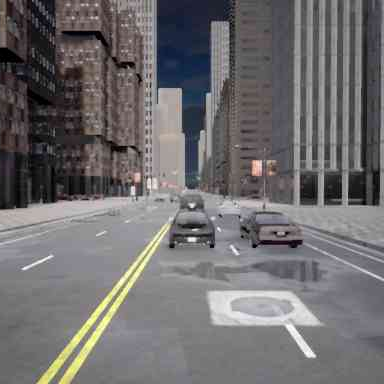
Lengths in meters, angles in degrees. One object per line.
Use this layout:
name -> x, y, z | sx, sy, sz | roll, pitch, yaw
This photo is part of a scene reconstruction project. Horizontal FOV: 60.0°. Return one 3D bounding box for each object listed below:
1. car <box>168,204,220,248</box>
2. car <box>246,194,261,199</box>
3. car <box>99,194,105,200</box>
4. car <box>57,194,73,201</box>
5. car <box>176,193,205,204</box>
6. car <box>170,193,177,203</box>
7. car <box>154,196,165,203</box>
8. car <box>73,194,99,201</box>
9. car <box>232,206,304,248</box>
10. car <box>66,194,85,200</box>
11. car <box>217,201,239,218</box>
car -> 0.001, 1.504, 14.652 | 1.837, 1.490, 4.892 | 0, 0, 0
car -> 16.680, 1.164, 89.179 | 4.097, 1.590, 1.967 | 0, 1, 0
car -> -24.732, 1.278, 86.050 | 4.097, 1.590, 1.967 | 0, 1, 0
car -> -30.156, 1.317, 77.520 | 5.009, 1.841, 2.192 | 0, 1, 0
car -> 0.001, 1.225, 29.682 | 2.150, 2.045, 5.566 | 0, 0, 0
car -> -3.258, 1.149, 66.959 | 2.150, 2.045, 5.566 | 0, 0, 0
car -> -6.506, 1.517, 67.099 | 1.895, 1.301, 4.718 | 0, 0, 0
car -> -24.729, 1.549, 77.529 | 4.313, 1.339, 1.947 | 0, 1, 0
car -> 3.251, 1.550, 14.652 | 2.033, 1.411, 5.357 | 0, 0, 0
car -> -30.157, 1.297, 86.047 | 4.097, 1.590, 1.967 | 0, 1, 0
car -> 3.251, 1.501, 29.653 | 1.812, 1.442, 4.674 | 0, 0, 0
